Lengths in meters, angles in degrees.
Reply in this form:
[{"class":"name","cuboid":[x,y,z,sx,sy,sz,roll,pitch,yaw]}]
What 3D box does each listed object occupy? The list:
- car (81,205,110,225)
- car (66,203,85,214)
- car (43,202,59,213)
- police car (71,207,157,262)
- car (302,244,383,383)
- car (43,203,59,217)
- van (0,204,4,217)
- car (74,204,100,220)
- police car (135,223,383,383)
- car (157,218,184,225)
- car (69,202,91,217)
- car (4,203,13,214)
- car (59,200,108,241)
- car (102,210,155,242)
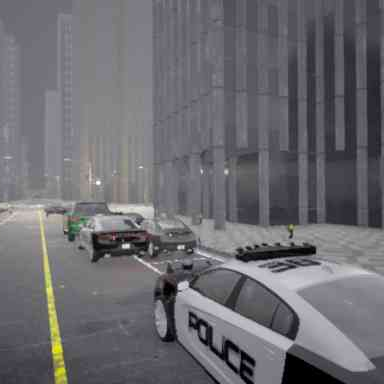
[{"class":"car","cuboid":[-8.506,1.918,29.034,1.752,1.417,4.829,0,-1,-25]},{"class":"car","cuboid":[-15.561,2.160,44.227,2.008,1.369,4.403,0,-1,-25]},{"class":"car","cuboid":[-20.696,2.259,48.730,1.994,1.385,4.181,0,-1,-25]},{"class":"police car","cuboid":[-3.336,1.603,13.184,1.930,1.638,5.238,0,-1,-27]},{"class":"car","cuboid":[3.444,1.557,3.303,1.887,1.381,4.507,0,-1,-25]},{"class":"car","cuboid":[-15.822,2.051,38.338,1.837,1.490,4.892,0,-1,-24]},{"class":"van","cuboid":[-18.543,1.823,30.405,1.690,1.788,3.998,0,-1,-25]},{"class":"car","cuboid":[-10.809,2.015,33.995,2.008,1.369,4.403,0,-1,-25]},{"class":"police car","cuboid":[0.968,1.468,4.189,1.930,1.638,5.238,0,-1,-25]},{"class":"car","cuboid":[-1.307,1.717,13.533,2.008,1.369,4.403,0,-1,-25]},{"class":"car","cuboid":[-13.187,1.977,39.113,1.967,1.590,4.097,0,-1,-25]},{"class":"car","cuboid":[-25.669,2.250,45.750,2.008,1.369,4.403,0,-1,-25]},{"class":"car","cuboid":[-5.930,1.480,18.540,2.150,2.045,5.566,0,-1,-25]},{"class":"car","cuboid":[-3.682,1.807,18.648,1.947,1.339,4.313,0,-1,-25]}]
